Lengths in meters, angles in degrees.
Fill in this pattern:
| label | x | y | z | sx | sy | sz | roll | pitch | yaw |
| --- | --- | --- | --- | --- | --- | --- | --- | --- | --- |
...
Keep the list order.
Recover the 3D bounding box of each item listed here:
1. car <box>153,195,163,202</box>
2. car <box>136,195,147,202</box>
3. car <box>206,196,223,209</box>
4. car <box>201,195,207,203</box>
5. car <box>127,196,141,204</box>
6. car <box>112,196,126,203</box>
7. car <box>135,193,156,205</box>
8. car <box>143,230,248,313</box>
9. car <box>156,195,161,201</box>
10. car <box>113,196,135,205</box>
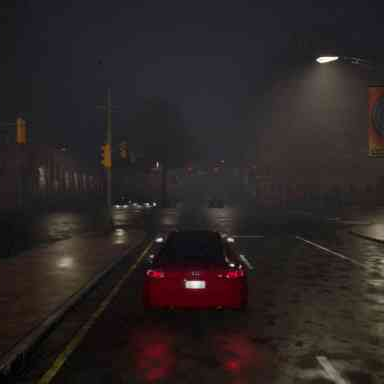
| label | x | y | z | sx | sy | sz | roll | pitch | yaw |
| --- | --- | --- | --- | --- | --- | --- | --- | --- | --- |
| car | -8.045 | 1.495 | 78.602 | 1.837 | 1.490 | 4.892 | 0 | 0 | 0 |
| car | -11.544 | 1.473 | 76.597 | 1.882 | 1.535 | 5.008 | 0 | 0 | 0 |
| car | 3.320 | 1.561 | 46.184 | 1.994 | 1.385 | 4.181 | 0 | 0 | 5 |
| car | 3.469 | 1.520 | 70.873 | 1.812 | 1.442 | 4.674 | 0 | 0 | 0 |
| car | -11.565 | 1.560 | 66.178 | 1.994 | 1.385 | 4.181 | 0 | 0 | 0 |
| car | -14.789 | 1.591 | 67.840 | 1.895 | 1.301 | 4.718 | 0 | 0 | 0 |
| car | -8.114 | 1.218 | 58.599 | 2.150 | 2.045 | 5.566 | 0 | 0 | 0 |
| car | 0.070 | 1.563 | 7.736 | 1.994 | 1.385 | 4.181 | 0 | 0 | 0 |
| car | -8.044 | 1.597 | 68.399 | 1.895 | 1.301 | 4.718 | 0 | 0 | 0 |
| car | -11.615 | 1.560 | 56.884 | 1.994 | 1.385 | 4.181 | 0 | 0 | 0 |
